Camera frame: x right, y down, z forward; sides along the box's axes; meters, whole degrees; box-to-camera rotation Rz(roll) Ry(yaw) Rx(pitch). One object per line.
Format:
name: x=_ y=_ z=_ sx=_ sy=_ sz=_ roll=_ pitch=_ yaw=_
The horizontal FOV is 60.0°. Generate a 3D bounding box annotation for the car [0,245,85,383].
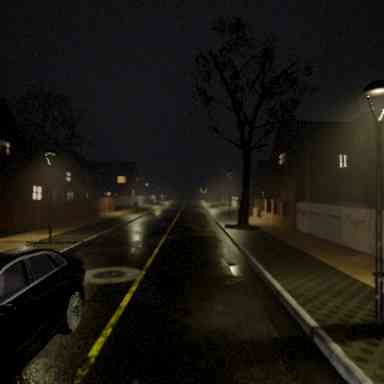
car: x=-2.803 y=1.503 z=4.004 sx=2.128 sy=1.511 sz=4.902 roll=0 pitch=0 yaw=1
